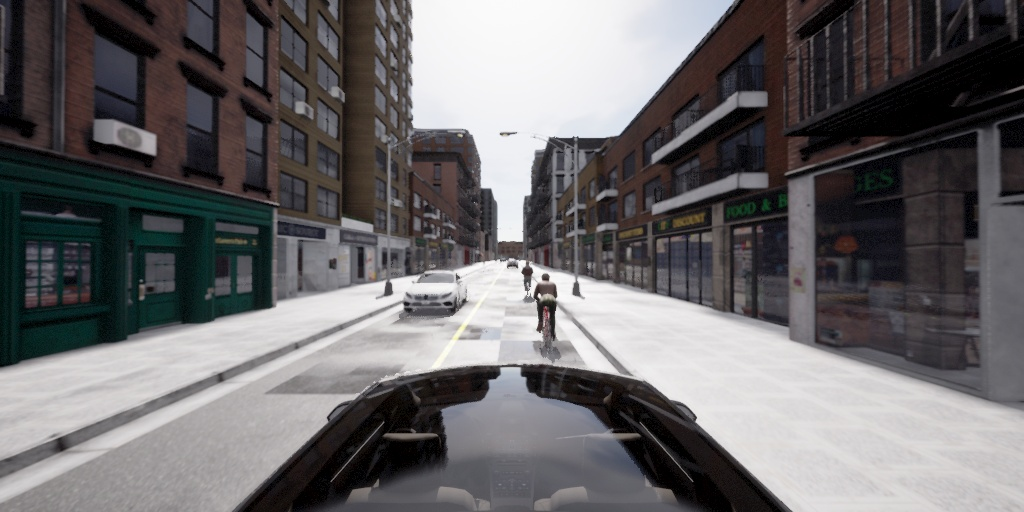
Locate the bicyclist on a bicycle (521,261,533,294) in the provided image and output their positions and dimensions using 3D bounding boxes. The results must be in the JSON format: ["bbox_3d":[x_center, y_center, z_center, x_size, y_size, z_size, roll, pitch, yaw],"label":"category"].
[{"bbox_3d":[0.754,1.128,17.509,0.659,1.776,1.843,0,0,0],"label":"bicyclist on a bicycle"}]

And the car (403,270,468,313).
[{"bbox_3d":[-2.853,1.282,14.175,1.812,1.442,4.674,0,0,0],"label":"car"}]

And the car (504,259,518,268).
[{"bbox_3d":[0.094,1.367,60.266,1.895,1.301,4.718,0,0,0],"label":"car"}]

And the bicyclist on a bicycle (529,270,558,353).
[{"bbox_3d":[0.755,1.206,7.884,0.582,1.620,1.656,0,0,0],"label":"bicyclist on a bicycle"}]
